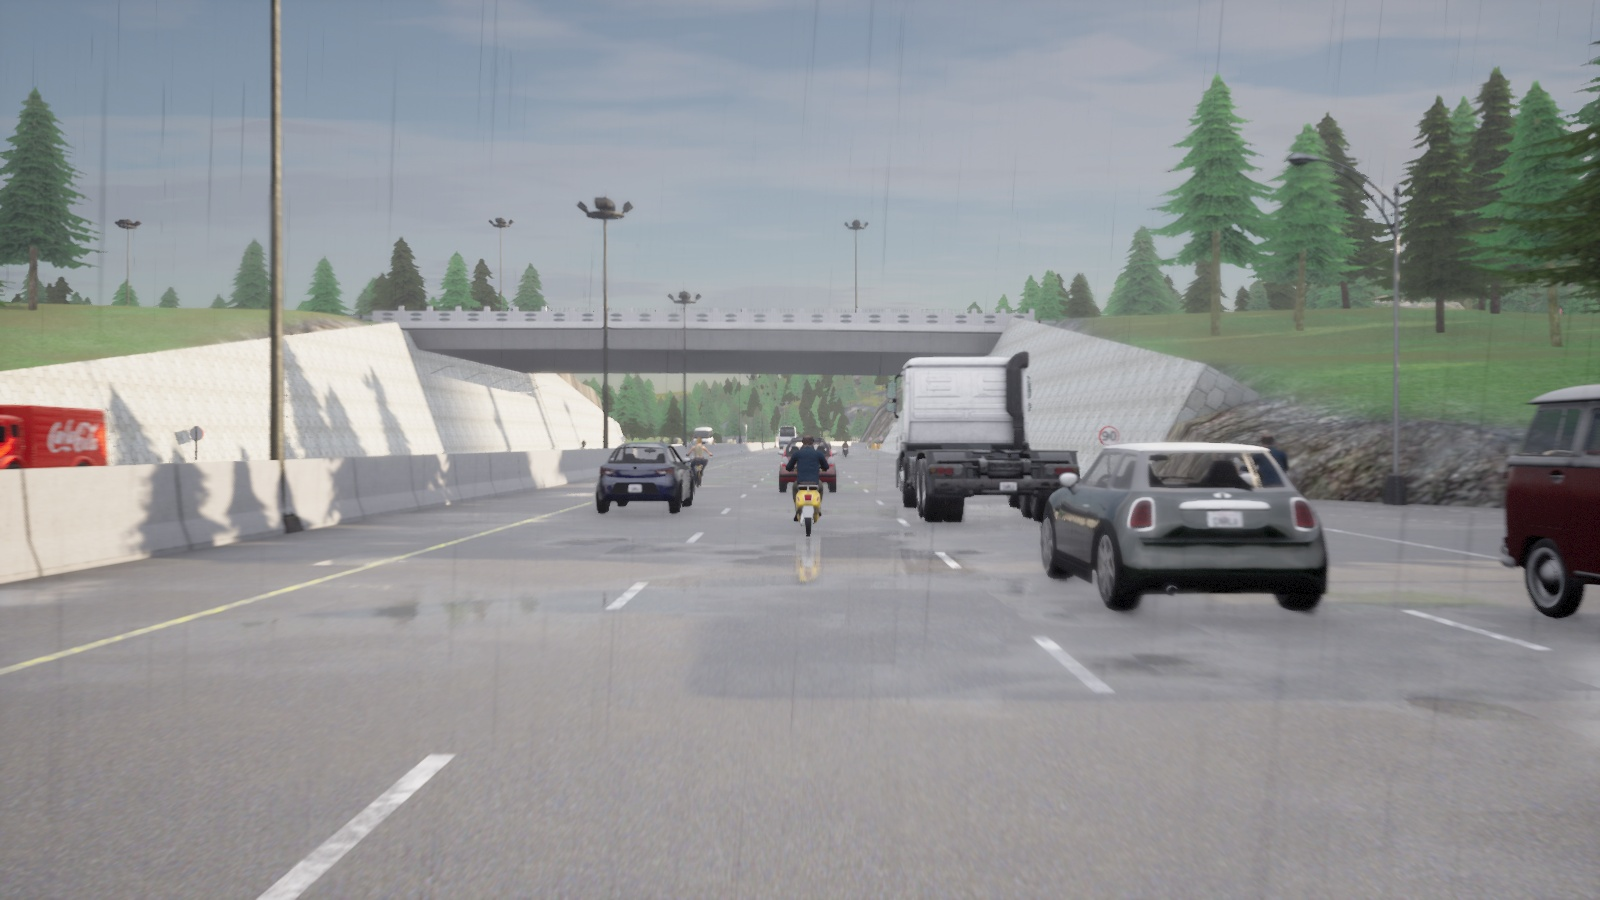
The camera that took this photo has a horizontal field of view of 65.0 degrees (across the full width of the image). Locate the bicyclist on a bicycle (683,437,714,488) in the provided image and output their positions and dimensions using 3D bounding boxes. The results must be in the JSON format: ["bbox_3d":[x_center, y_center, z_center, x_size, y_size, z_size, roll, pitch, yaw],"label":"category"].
[{"bbox_3d":[-3.252,0.391,40.363,0.866,1.612,1.509,0,0,0],"label":"bicyclist on a bicycle"}]

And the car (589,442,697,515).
[{"bbox_3d":[-3.330,0.561,27.374,1.816,1.474,4.193,0,0,0],"label":"car"}]

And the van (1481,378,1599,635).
[{"bbox_3d":[7.068,0.439,9.188,1.775,1.987,4.442,0,0,0],"label":"van"}]

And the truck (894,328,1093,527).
[{"bbox_3d":[3.662,-0.417,25.777,2.891,3.462,7.936,0,0,0],"label":"truck"}]

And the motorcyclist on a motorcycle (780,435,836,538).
[{"bbox_3d":[0.130,0.554,20.304,0.866,1.590,1.817,0,0,0],"label":"motorcyclist on a motorcycle"}]

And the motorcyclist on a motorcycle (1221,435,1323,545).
[{"bbox_3d":[7.123,0.569,19.048,0.866,1.590,1.817,0,0,0],"label":"motorcyclist on a motorcycle"}]

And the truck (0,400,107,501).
[{"bbox_3d":[-20.800,0.012,32.694,2.627,2.467,5.204,0,0,0],"label":"truck"}]

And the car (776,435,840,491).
[{"bbox_3d":[0.231,0.371,38.247,1.851,1.617,3.988,0,0,0],"label":"car"}]

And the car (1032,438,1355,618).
[{"bbox_3d":[3.584,0.627,12.233,1.970,1.475,3.806,0,0,0],"label":"car"}]
